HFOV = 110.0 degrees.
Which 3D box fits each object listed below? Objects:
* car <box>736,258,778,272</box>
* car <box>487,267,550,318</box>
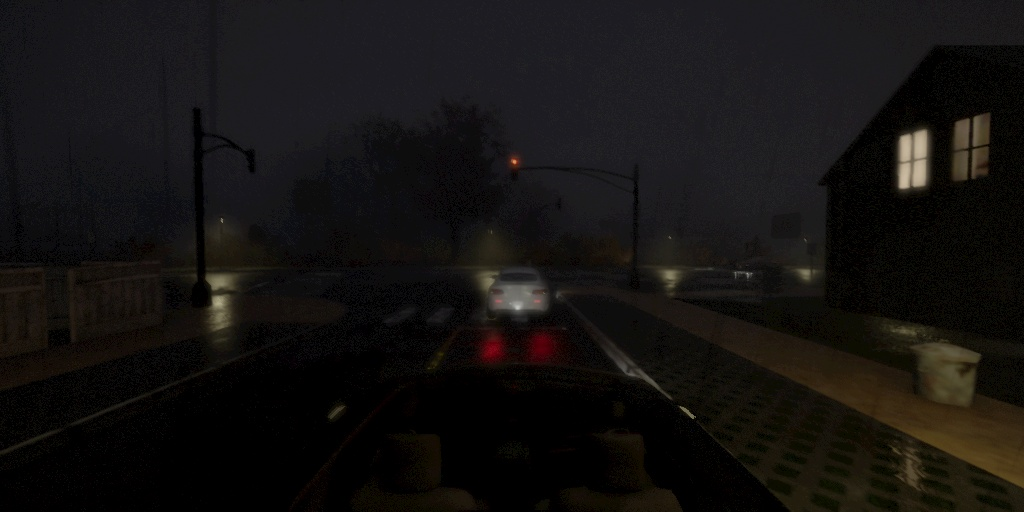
[{"bbox_3d":[26.887,0.928,39.320,4.674,1.442,1.812,1,1,-16],"label":"car"},{"bbox_3d":[0.259,1.069,11.854,1.812,1.442,4.674,0,1,3],"label":"car"}]
